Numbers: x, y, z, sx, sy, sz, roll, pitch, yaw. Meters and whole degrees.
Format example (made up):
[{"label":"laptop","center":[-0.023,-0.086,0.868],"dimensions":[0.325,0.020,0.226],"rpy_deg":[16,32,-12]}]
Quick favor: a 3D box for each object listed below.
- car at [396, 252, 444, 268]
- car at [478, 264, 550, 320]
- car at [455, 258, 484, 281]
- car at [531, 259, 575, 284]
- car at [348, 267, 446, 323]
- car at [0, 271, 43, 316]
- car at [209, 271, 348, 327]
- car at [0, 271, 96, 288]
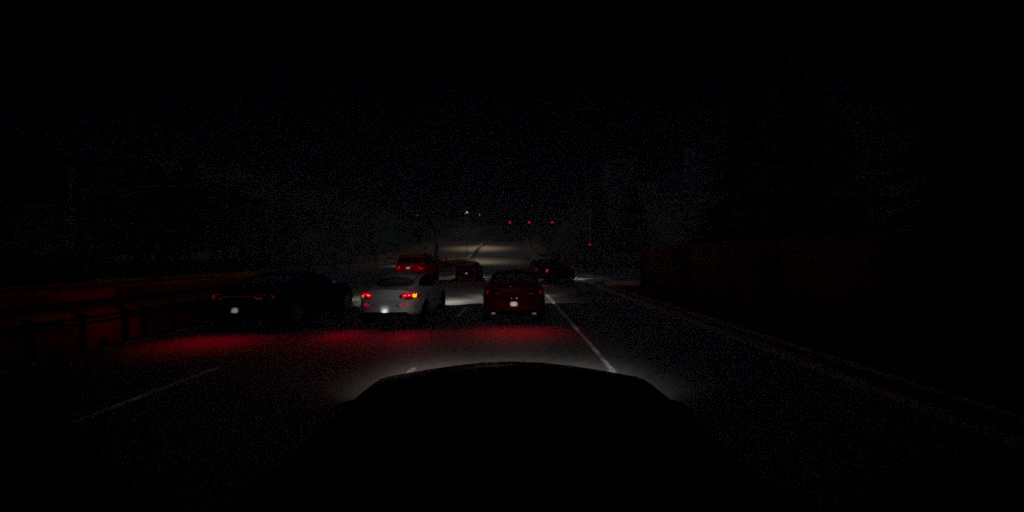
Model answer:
[{"label":"car","center":[-6.930,0.900,26.726],"dimensions":[2.150,2.045,5.566],"rpy_deg":[0,0,0]},{"label":"car","center":[0.068,1.196,12.558],"dimensions":[1.882,1.535,5.008],"rpy_deg":[0,0,0]},{"label":"car","center":[-3.420,1.146,29.304],"dimensions":[1.882,1.535,5.008],"rpy_deg":[0,0,0]},{"label":"car","center":[2.909,1.027,26.684],"dimensions":[2.097,1.767,4.553],"rpy_deg":[1,0,34]},{"label":"car","center":[-3.434,1.247,11.922],"dimensions":[1.812,1.442,4.674],"rpy_deg":[0,-1,-1]},{"label":"car","center":[-17.571,1.250,10.387],"dimensions":[1.812,1.442,4.674],"rpy_deg":[0,0,0]},{"label":"car","center":[-6.938,1.199,11.468],"dimensions":[1.882,1.535,5.008],"rpy_deg":[0,0,0]},{"label":"car","center":[-14.076,1.204,9.828],"dimensions":[1.882,1.535,5.008],"rpy_deg":[0,0,0]}]
